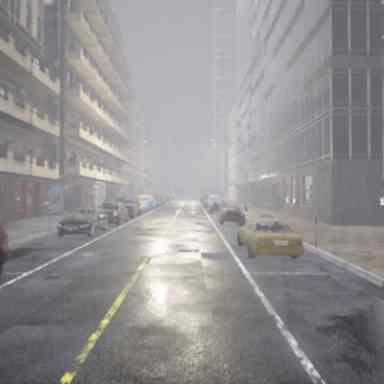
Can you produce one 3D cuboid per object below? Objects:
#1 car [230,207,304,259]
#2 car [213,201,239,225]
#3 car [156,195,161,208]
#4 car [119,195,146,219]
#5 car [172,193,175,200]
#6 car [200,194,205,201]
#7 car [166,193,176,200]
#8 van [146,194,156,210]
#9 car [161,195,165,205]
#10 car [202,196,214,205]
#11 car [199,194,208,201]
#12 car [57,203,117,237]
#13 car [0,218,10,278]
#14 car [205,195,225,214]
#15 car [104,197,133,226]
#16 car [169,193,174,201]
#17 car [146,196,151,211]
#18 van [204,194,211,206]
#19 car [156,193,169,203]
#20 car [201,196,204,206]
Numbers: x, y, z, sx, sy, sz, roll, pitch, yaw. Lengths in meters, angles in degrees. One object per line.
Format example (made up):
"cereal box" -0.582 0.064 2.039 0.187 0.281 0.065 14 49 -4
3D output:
"car" 2.701 1.512 12.417 1.752 1.417 4.829 1 0 0
"car" 2.696 1.557 23.344 1.802 1.307 4.206 1 0 0
"car" -5.658 1.474 45.274 1.752 1.417 4.829 1 0 0
"car" -5.684 1.284 28.804 2.192 1.841 5.009 1 0 0
"car" -5.671 1.485 78.725 1.802 1.307 4.206 1 0 0
"car" 2.689 1.380 51.084 1.967 1.590 4.097 1 0 0
"car" -5.669 1.203 89.817 2.192 1.841 5.009 1 0 0
"van" -5.660 1.296 39.898 1.690 1.788 3.998 1 0 0
"car" -5.661 1.523 50.990 1.802 1.307 4.206 1 0 0
"car" 2.685 1.458 56.802 1.752 1.417 4.829 1 0 0
"car" 2.679 1.343 78.822 1.967 1.590 4.097 1 0 0
"car" -5.681 1.532 17.711 2.008 1.369 4.403 1 0 0
"car" -5.673 1.308 6.617 2.192 1.841 5.009 1 0 0
"car" 2.695 1.402 34.440 1.967 1.590 4.097 1 0 0
"car" -5.681 1.415 23.258 1.967 1.590 4.097 1 0 0
"car" -5.669 1.477 73.178 1.947 1.339 4.313 1 0 0
"car" -5.697 1.488 34.180 1.752 1.417 4.829 1 0 0
"van" 2.695 1.296 39.987 1.690 1.788 3.998 1 0 0
"car" -5.658 1.248 56.537 2.192 1.841 5.009 1 0 0
"car" 2.688 1.513 45.536 1.947 1.339 4.313 1 0 0
